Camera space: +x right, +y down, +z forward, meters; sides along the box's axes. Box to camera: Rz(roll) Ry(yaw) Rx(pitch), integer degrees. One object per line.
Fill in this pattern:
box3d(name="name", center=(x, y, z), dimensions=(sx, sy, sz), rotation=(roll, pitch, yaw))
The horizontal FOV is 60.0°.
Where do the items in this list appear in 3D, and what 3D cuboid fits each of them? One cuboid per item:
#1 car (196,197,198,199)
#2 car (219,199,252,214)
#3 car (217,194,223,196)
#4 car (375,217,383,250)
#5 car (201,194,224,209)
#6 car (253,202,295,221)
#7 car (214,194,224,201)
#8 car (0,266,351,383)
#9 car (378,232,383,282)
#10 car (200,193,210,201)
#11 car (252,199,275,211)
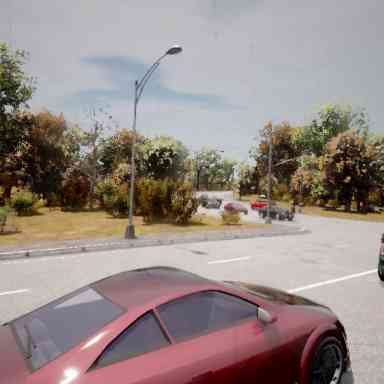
box3d(name="car", center=(0.981, 1.585, 64.745), dimensions=(1.895, 1.301, 4.718), rotation=(2, 2, -9))
box3d(name="car", center=(5.895, 2.199, 45.347), dimensions=(1.812, 1.442, 4.674), rotation=(3, 0, -19))
box3d(name="car", center=(4.461, 1.574, 66.272), dimensions=(1.882, 1.535, 5.008), rotation=(2, 2, -9))
box3d(name="car", center=(10.501, 1.890, 14.980), dimensions=(4.181, 1.385, 1.994), rotation=(2, -1, -28))
box3d(name="car", center=(3.063, 1.745, 54.906), dimensions=(2.097, 1.767, 4.553), rotation=(3, 1, -14))
box3d(name="car", center=(9.251, 2.291, 36.693), dimensions=(1.837, 1.490, 4.892), rotation=(3, -1, -23))
box3d(name="car", center=(6.424, 1.213, 79.708), dimensions=(1.812, 1.442, 4.674), rotation=(2, 2, -1))
box3d(name="car", center=(-0.109, 1.571, 3.674), dimensions=(4.181, 1.385, 1.994), rotation=(0, 0, -36))
box3d(name="car", center=(6.905, 1.484, 8.739), dimensions=(4.553, 1.767, 2.097), rotation=(2, -1, -36))
box3d(name="car", center=(2.988, 1.158, 78.217), dimensions=(1.994, 1.385, 4.181), rotation=(2, 2, -1))
box3d(name="car", center=(11.172, 2.083, 52.234), dimensions=(2.150, 2.045, 5.566), rotation=(2, 1, -17))
